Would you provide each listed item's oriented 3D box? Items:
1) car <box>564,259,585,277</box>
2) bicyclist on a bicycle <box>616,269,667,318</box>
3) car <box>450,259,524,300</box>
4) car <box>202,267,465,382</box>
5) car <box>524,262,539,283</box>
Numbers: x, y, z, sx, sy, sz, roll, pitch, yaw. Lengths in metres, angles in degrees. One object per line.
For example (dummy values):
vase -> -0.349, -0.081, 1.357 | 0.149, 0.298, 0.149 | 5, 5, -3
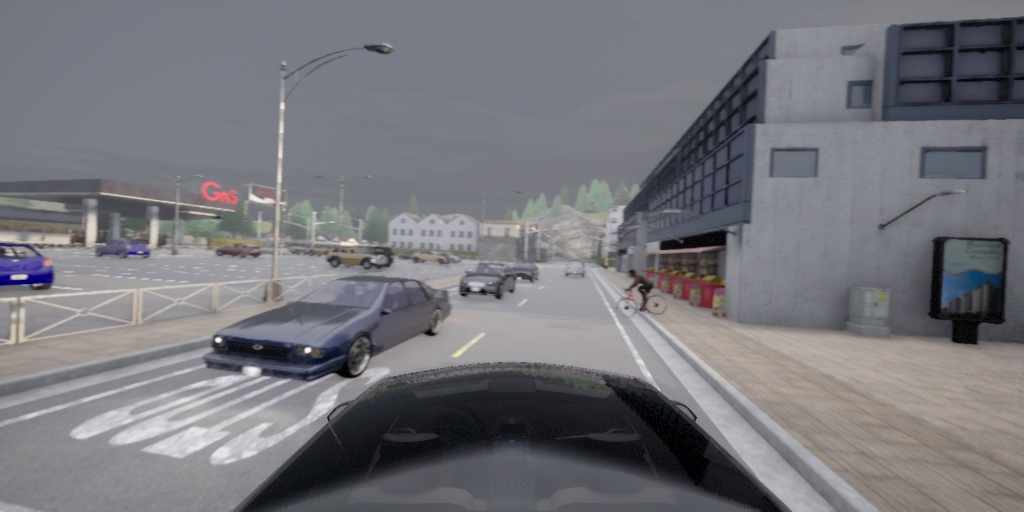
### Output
car -> 6.470, 1.348, 36.755 | 1.812, 1.442, 4.674 | 3, 1, 11
bicyclist on a bicycle -> 4.316, 1.252, 12.130 | 1.656, 1.620, 0.582 | -7, -1, 11
car -> -1.013, 1.089, 16.952 | 2.128, 1.511, 4.902 | 3, 0, 11
car -> -2.864, 1.121, 7.268 | 2.033, 1.411, 5.357 | 3, 0, 11
car -> 0.989, 1.170, 27.459 | 2.033, 1.411, 5.357 | 3, 0, 10
